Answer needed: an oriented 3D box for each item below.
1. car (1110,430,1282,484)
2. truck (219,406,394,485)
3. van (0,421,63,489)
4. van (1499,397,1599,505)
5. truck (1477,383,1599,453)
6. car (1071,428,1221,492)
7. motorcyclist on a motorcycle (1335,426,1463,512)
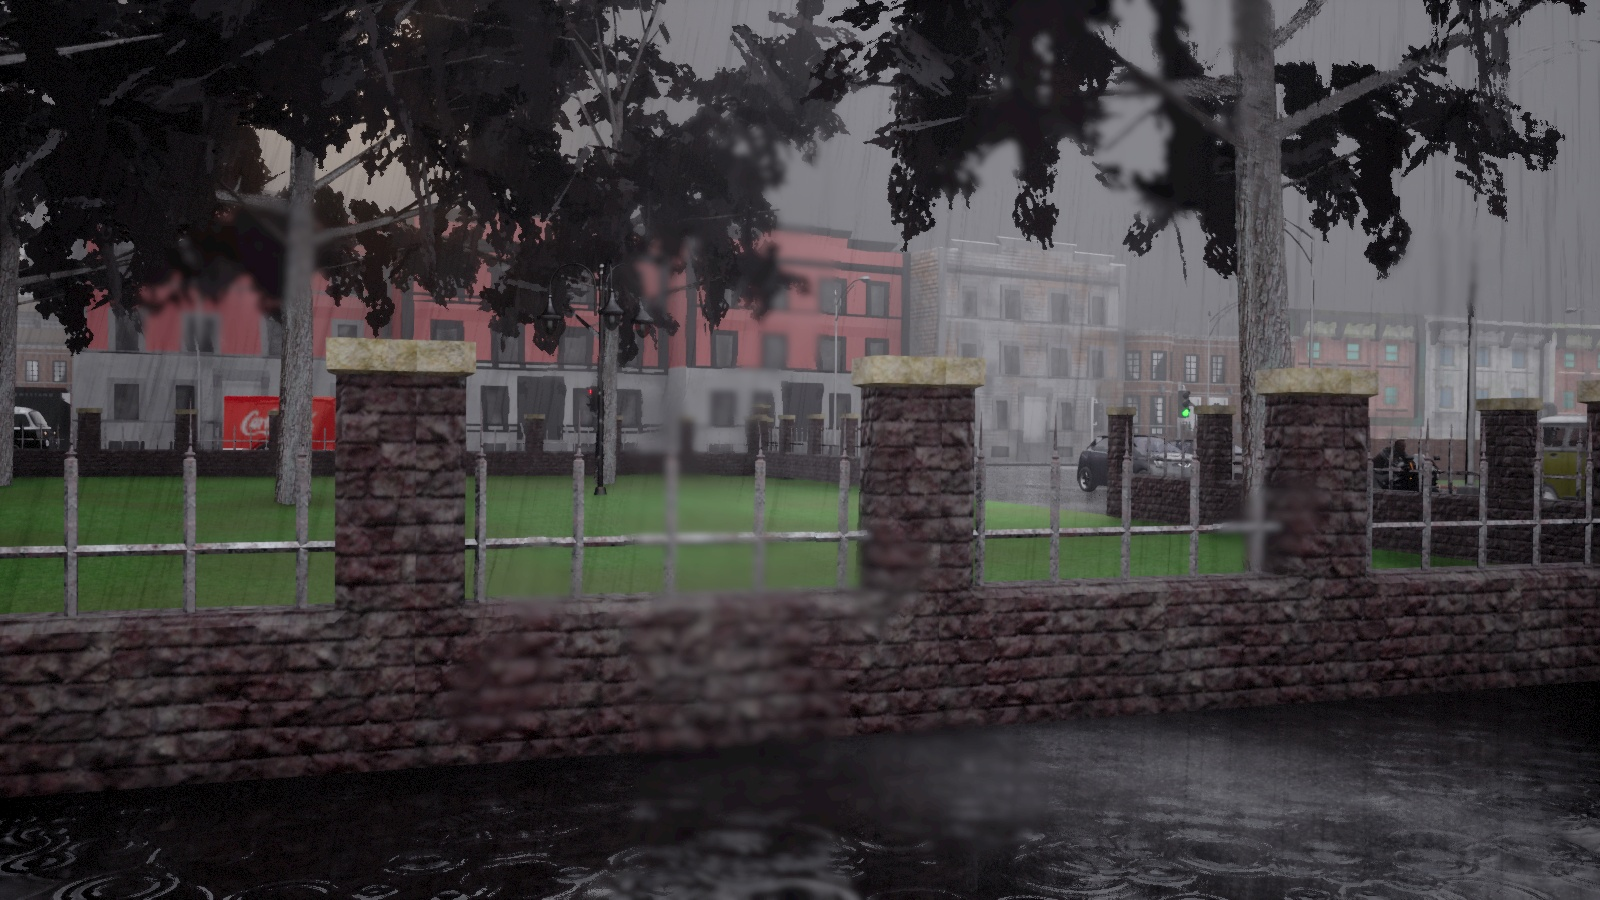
[{"bbox_3d":[11.203,0.139,36.014,2.033,1.411,5.357,-1,1,-17],"label":"car"},{"bbox_3d":[-16.271,-0.192,41.748,5.204,2.467,2.627,-1,1,-18],"label":"truck"},{"bbox_3d":[-25.457,0.169,38.585,4.480,2.038,2.069,-1,1,-19],"label":"van"},{"bbox_3d":[15.479,0.006,23.302,1.775,1.987,4.442,-1,1,-16],"label":"van"},{"bbox_3d":[39.336,-1.669,65.020,7.936,3.462,2.891,-1,1,-19],"label":"truck"},{"bbox_3d":[8.567,0.208,31.409,1.845,1.501,3.633,-1,1,-20],"label":"car"},{"bbox_3d":[11.227,0.327,23.635,0.866,1.530,2.191,-1,1,-21],"label":"motorcyclist on a motorcycle"}]
